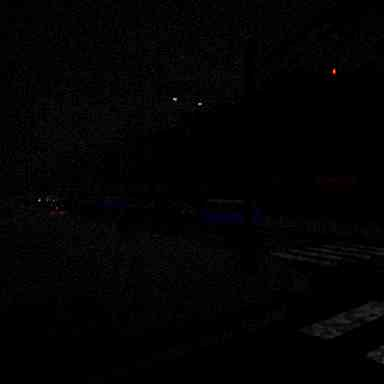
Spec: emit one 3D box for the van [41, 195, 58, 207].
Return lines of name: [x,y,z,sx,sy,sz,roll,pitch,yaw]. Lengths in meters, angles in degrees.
van: [-23.524,1.467,54.700,1.690,1.788,3.998,0,0,-36]

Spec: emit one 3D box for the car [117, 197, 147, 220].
car: [-4.330,1.460,28.038,1.967,1.590,4.097,0,0,-36]

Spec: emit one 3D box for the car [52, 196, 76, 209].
car: [-17.127,1.405,45.813,2.192,1.841,5.009,0,0,-36]

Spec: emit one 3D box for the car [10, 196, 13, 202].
car: [-42.816,1.758,81.502,1.752,1.417,4.829,0,0,-36]

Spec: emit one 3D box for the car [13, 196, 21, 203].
car: [-39.518,1.654,76.920,1.967,1.590,4.097,0,0,-36]

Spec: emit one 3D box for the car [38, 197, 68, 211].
car: [-17.644,1.689,42.108,1.895,1.301,4.718,0,0,-35]

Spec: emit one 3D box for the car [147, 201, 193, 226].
car: [-1.131,1.444,23.594,1.967,1.590,4.097,0,0,-36]

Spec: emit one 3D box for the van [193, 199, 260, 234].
van: [2.067,1.329,19.150,1.690,1.788,3.998,0,0,-36]

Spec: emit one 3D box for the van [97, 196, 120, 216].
van: [-7.530,1.378,32.481,1.690,1.788,3.998,0,0,-36]

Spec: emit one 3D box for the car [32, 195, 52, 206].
car: [-26.723,1.458,59.144,2.192,1.841,5.009,0,0,-36]

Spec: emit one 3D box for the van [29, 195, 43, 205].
van: [-29.922,1.502,63.588,1.690,1.788,3.998,0,0,-36]

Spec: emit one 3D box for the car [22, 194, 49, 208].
car: [-23.726,1.343,50.471,2.150,2.045,5.566,0,0,-36]

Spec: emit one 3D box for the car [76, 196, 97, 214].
car: [-10.729,1.369,36.922,2.192,1.841,5.009,-1,0,-36]
